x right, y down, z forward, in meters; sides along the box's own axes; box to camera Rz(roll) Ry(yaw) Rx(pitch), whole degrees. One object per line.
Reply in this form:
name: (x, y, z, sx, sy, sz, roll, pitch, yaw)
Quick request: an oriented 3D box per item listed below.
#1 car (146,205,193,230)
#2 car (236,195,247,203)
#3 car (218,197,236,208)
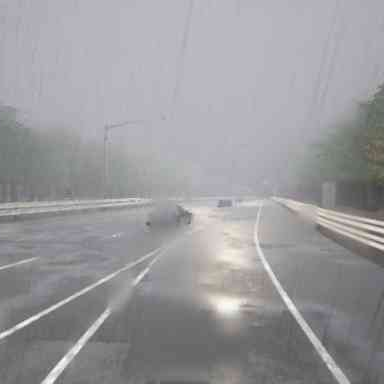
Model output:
car: (-1.301, 1.554, 21.252, 2.033, 1.411, 5.357, 0, 0, 12)
car: (11.513, 1.913, 80.545, 1.837, 1.490, 4.892, 0, -1, 12)
car: (5.305, 1.590, 52.047, 1.882, 1.535, 5.008, 0, 0, 12)
